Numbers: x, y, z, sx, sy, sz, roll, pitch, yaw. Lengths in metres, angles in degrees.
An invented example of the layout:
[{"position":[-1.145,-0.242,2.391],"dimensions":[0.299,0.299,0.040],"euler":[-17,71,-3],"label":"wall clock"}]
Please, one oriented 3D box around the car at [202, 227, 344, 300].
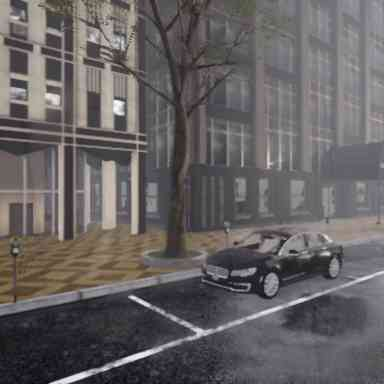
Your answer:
[{"position":[2.220,1.610,8.498],"dimensions":[4.403,1.369,2.008],"euler":[0,-1,-38],"label":"car"}]
